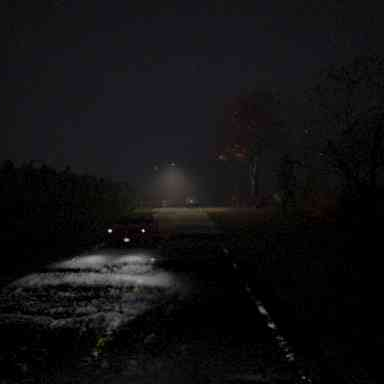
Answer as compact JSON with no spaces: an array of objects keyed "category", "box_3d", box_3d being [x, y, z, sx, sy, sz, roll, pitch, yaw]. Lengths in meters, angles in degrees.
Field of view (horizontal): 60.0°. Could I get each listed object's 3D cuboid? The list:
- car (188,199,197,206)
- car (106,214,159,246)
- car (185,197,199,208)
[{"category":"car","box_3d":[0.009,2.201,70.582,1.837,1.490,4.892,0,-1,0]},{"category":"car","box_3d":[-2.790,1.775,16.467,1.895,1.301,4.718,0,-1,1]},{"category":"car","box_3d":[0.008,1.904,60.191,2.150,2.045,5.566,0,-1,0]}]
